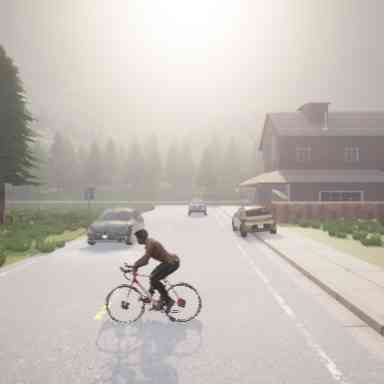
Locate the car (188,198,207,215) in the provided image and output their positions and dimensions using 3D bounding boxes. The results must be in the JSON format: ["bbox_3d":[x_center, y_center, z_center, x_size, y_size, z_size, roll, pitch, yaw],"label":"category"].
[{"bbox_3d":[0.575,1.546,33.685,2.033,1.411,5.357,0,0,2],"label":"car"}]

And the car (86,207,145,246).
[{"bbox_3d":[-3.354,1.505,15.431,1.837,1.490,4.892,0,0,1],"label":"car"}]

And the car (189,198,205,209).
[{"bbox_3d":[0.746,1.545,45.757,2.033,1.411,5.357,0,0,1],"label":"car"}]

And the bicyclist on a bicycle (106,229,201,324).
[{"bbox_3d":[-0.674,1.451,5.676,1.656,1.620,0.582,-2,0,1],"label":"bicyclist on a bicycle"}]

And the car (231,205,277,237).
[{"bbox_3d":[3.231,1.454,18.064,1.816,1.474,4.193,-6,0,-1],"label":"car"}]
